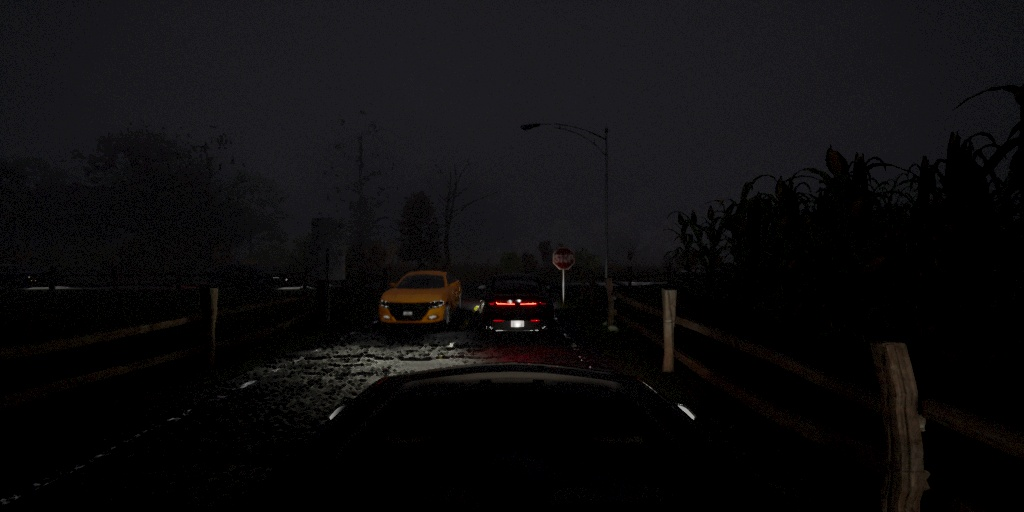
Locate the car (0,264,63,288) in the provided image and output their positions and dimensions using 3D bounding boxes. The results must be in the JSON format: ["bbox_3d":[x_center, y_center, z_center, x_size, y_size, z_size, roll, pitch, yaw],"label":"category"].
[{"bbox_3d":[-32.785,1.300,23.626,4.892,1.490,1.837,-1,0,1],"label":"car"}]

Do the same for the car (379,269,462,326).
[{"bbox_3d":[-2.794,1.228,11.853,1.882,1.535,5.008,0,0,-2],"label":"car"}]

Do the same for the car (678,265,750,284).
[{"bbox_3d":[14.616,1.318,25.876,4.718,1.301,1.895,0,0,1],"label":"car"}]

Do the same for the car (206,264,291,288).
[{"bbox_3d":[-17.112,1.279,23.391,4.892,1.490,1.837,1,0,1],"label":"car"}]

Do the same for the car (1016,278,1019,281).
[{"bbox_3d":[35.540,1.135,25.567,5.008,1.535,1.882,0,0,1],"label":"car"}]

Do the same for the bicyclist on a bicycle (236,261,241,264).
[{"bbox_3d":[-22.402,1.241,29.442,0.582,1.620,1.656,0,0,1],"label":"bicyclist on a bicycle"}]

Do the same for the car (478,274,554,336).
[{"bbox_3d":[0.071,1.255,10.366,1.837,1.490,4.892,0,0,-1],"label":"car"}]
